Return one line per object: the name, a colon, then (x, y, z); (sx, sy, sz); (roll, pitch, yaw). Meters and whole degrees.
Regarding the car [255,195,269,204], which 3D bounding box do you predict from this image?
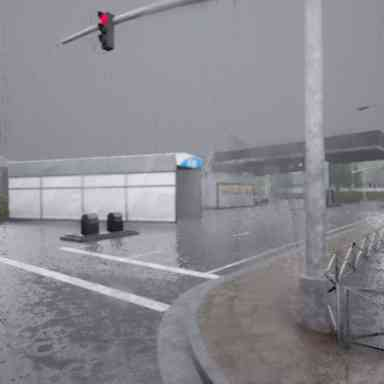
car: (12.207, 1.452, 60.517); (2.242, 1.667, 4.611); (-1, 0, 38)
